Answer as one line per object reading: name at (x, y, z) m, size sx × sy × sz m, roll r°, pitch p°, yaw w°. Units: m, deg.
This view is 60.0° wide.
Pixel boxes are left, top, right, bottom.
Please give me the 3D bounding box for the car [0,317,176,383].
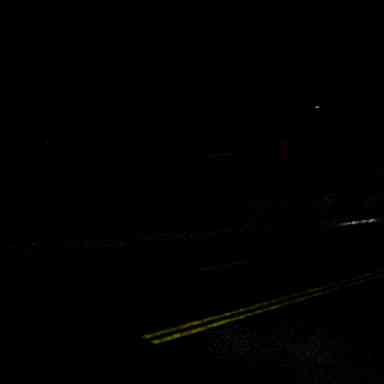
car at (-2.379, 1.470, 1.743) m, size 5.008 × 1.535 × 1.882 m, roll 1°, pitch 0°, yaw -35°
